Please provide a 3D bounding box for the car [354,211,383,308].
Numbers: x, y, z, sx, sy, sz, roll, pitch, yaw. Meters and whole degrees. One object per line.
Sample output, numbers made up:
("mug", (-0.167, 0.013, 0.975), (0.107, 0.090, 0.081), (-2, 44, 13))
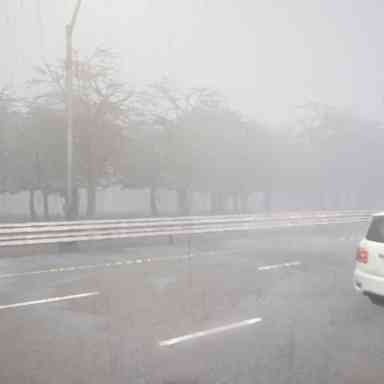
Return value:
("car", (5.790, 1.355, 6.962), (5.566, 2.045, 2.150), (0, -2, -31))
